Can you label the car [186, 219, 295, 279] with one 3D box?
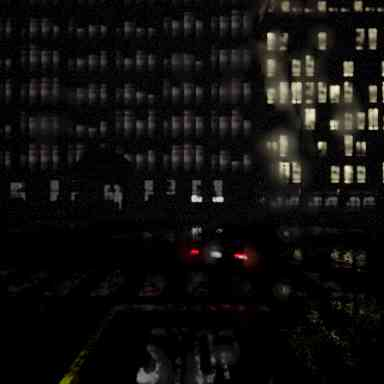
[{"bbox_3d":[1.741,1.558,10.237,2.033,1.411,5.357,0,0,27],"label":"car"}]
